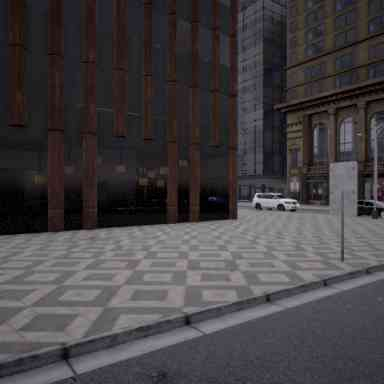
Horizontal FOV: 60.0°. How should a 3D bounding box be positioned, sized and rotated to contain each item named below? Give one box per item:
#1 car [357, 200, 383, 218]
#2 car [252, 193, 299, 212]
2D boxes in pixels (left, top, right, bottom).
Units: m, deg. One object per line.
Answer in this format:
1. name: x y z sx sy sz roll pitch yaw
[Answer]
1. car: 15.427 1.454 28.688 1.837 1.490 4.892 0 0 -37
2. car: 9.276 1.141 37.338 2.150 2.045 5.566 0 0 -36
